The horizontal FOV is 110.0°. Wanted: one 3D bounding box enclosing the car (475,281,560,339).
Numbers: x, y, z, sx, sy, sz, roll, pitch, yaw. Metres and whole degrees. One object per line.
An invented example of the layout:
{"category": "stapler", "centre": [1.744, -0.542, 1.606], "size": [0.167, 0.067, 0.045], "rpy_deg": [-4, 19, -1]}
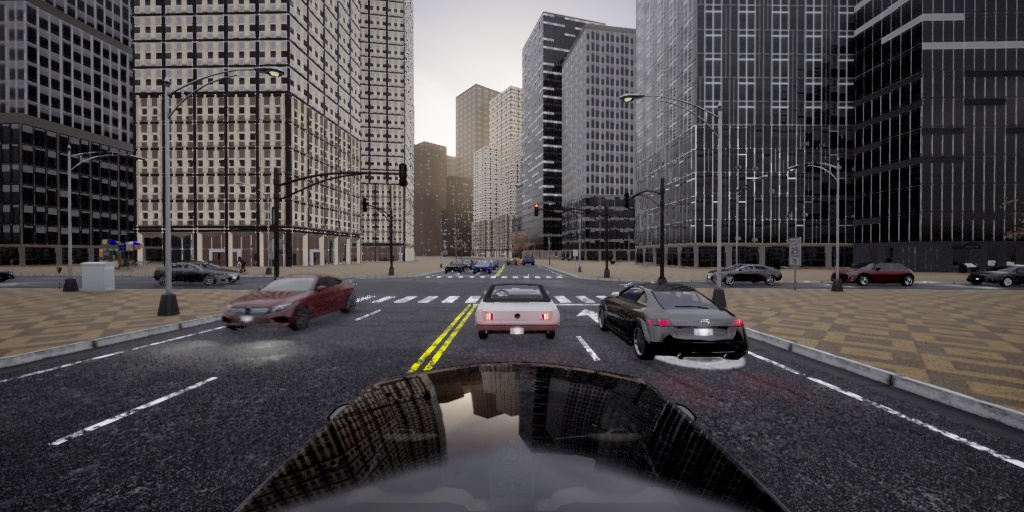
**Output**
{"category": "car", "centre": [0.120, 1.348, 10.054], "size": [1.895, 1.301, 4.718], "rpy_deg": [0, 0, 0]}

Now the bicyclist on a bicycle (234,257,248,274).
{"category": "bicyclist on a bicycle", "centre": [-24.630, 0.872, 32.559], "size": [0.582, 1.620, 1.656], "rpy_deg": [0, 1, 2]}

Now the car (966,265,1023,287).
{"category": "car", "centre": [35.860, 1.402, 25.714], "size": [4.892, 1.490, 1.837], "rpy_deg": [0, 0, 1]}

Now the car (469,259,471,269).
{"category": "car", "centre": [-6.473, 1.207, 51.696], "size": [1.837, 1.490, 4.892], "rpy_deg": [0, 0, 0]}

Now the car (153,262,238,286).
{"category": "car", "centre": [-20.765, 1.154, 23.718], "size": [4.902, 1.511, 2.128], "rpy_deg": [0, 0, 2]}

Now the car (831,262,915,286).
{"category": "car", "centre": [25.959, 1.204, 25.951], "size": [4.553, 1.767, 2.097], "rpy_deg": [0, 0, 1]}

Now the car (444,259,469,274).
{"category": "car", "centre": [-6.502, 1.321, 41.345], "size": [1.895, 1.301, 4.718], "rpy_deg": [0, 0, 0]}

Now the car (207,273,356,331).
{"category": "car", "centre": [-6.490, 1.273, 11.124], "size": [1.812, 1.442, 4.674], "rpy_deg": [0, 0, 0]}

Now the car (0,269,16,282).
{"category": "car", "centre": [-37.151, 1.132, 24.169], "size": [5.357, 1.411, 2.033], "rpy_deg": [0, 0, 2]}

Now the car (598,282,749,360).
{"category": "car", "centre": [3.372, 1.312, 8.334], "size": [1.994, 1.385, 4.181], "rpy_deg": [0, 0, 0]}

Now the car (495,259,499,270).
{"category": "car", "centre": [-3.227, 1.231, 50.012], "size": [1.812, 1.442, 4.674], "rpy_deg": [0, 0, 0]}

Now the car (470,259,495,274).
{"category": "car", "centre": [-3.251, 1.199, 40.669], "size": [1.882, 1.535, 5.008], "rpy_deg": [0, 0, 0]}

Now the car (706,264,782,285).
{"category": "car", "centre": [16.877, 1.302, 26.168], "size": [4.902, 1.511, 2.128], "rpy_deg": [0, 0, 1]}
